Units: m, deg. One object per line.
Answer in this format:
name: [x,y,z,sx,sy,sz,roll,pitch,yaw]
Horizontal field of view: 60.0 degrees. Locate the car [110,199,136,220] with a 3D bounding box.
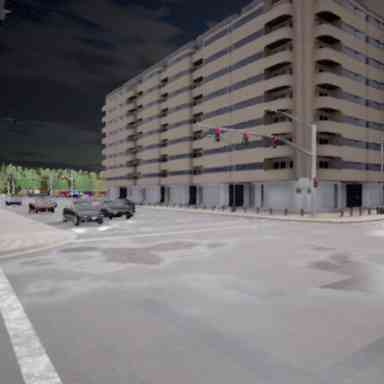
car: [-6.845,1.540,28.382,2.033,1.411,5.357,0,0,-35]

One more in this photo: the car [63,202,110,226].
car: [-7.779,1.489,23.632,1.837,1.490,4.892,0,0,-35]

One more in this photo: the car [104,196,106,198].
car: [-7.774,1.509,36.126,1.837,1.490,4.892,0,0,-35]

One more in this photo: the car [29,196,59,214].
car: [-15.905,1.481,35.162,1.882,1.535,5.008,0,0,-35]

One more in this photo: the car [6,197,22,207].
car: [-28.402,1.509,53.043,1.882,1.535,5.008,0,0,-35]

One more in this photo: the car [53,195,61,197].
car: [-20.953,1.588,48.434,1.994,1.385,4.181,0,0,-35]
